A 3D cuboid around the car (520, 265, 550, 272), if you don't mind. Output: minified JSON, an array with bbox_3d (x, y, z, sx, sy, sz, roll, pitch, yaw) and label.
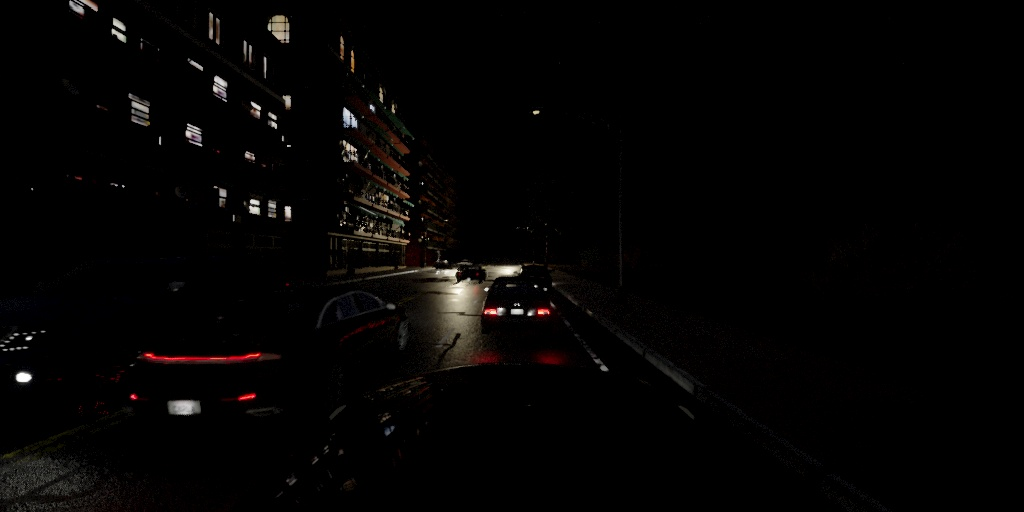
[{"bbox_3d":[1.171,1.257,20.257,1.837,1.490,4.892,0,0,0],"label":"car"}]

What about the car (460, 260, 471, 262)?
[{"bbox_3d":[-6.506,1.276,49.952,1.812,1.442,4.674,0,0,0],"label":"car"}]

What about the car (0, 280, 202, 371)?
[{"bbox_3d":[-9.839,1.352,7.905,1.895,1.301,4.718,0,0,0],"label":"car"}]

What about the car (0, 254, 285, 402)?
[{"bbox_3d":[-6.594,0.972,6.692,2.150,2.045,5.566,0,0,0],"label":"car"}]

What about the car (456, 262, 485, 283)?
[{"bbox_3d":[-3.098,1.353,27.980,1.895,1.301,4.718,0,0,0],"label":"car"}]

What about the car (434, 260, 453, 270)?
[{"bbox_3d":[-9.751,1.314,51.296,1.994,1.385,4.181,0,0,0],"label":"car"}]

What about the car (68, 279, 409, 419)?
[{"bbox_3d":[-3.145,1.242,5.871,2.128,1.511,4.902,0,0,0],"label":"car"}]

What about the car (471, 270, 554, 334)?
[{"bbox_3d":[0.117,1.299,10.568,2.033,1.411,5.357,0,0,0],"label":"car"}]
